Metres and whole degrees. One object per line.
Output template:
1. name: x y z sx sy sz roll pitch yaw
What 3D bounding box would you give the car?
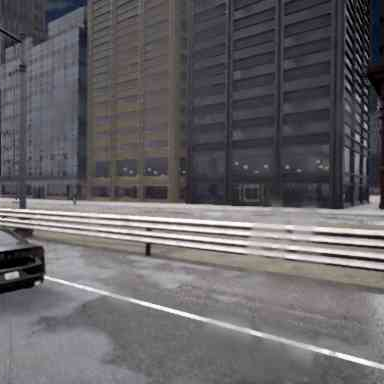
1. car: -5.522 1.481 7.928 5.008 1.535 1.882 0 0 35
